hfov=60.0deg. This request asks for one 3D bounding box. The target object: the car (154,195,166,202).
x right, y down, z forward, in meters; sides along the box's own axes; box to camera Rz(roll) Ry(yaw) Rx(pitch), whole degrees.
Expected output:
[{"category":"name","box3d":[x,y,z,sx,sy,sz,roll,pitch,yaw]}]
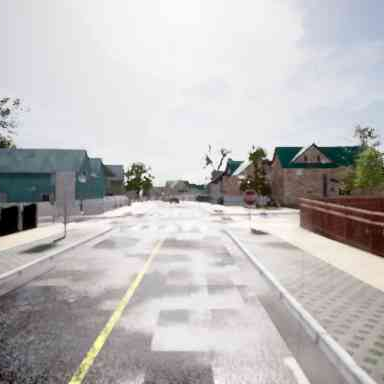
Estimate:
[{"category":"car","box3d":[-7.321,1.344,74.347,1.812,1.442,4.674,0,0,-10]}]

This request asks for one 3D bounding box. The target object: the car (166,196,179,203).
[{"category":"car","box3d":[-3.854,1.666,70.701,1.837,1.490,4.892,0,0,-10]}]

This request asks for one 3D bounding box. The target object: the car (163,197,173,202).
[{"category":"car","box3d":[-5.810,1.781,80.633,1.895,1.301,4.718,0,-1,-12]}]
